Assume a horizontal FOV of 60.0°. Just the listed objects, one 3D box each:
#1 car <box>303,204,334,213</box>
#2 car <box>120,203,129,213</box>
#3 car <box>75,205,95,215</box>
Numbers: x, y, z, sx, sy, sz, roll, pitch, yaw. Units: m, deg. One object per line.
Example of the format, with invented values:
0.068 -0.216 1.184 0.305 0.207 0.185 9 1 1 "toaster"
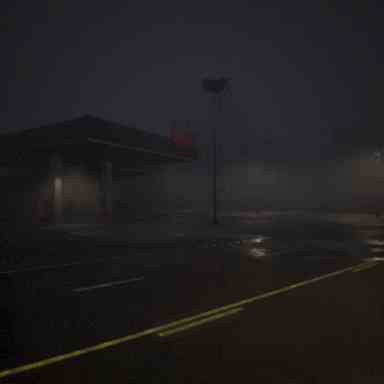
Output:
20.606 2.657 54.438 1.882 1.535 5.008 1 -2 -41 "car"
-12.096 2.588 54.117 2.242 1.667 4.611 1 -2 -41 "car"
-15.913 2.663 49.754 1.970 1.475 3.806 1 -2 -41 "car"
